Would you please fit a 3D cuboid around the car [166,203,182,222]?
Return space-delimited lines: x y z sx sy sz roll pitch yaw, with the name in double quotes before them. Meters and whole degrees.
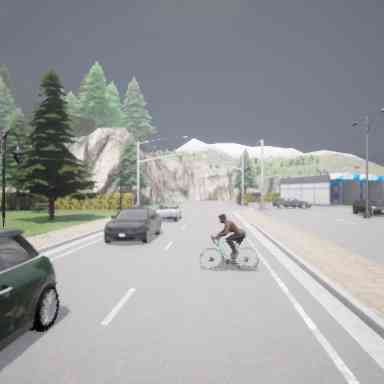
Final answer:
"car" -1.916 1.595 26.524 1.895 1.301 4.718 0 0 4

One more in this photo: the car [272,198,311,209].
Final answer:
"car" 12.908 1.484 43.193 4.902 1.511 2.128 0 0 5

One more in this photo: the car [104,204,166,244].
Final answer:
"car" -2.685 1.474 15.950 1.882 1.535 5.008 0 0 4

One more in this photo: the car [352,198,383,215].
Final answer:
"car" 16.034 1.335 29.844 2.007 1.523 4.514 0 0 4

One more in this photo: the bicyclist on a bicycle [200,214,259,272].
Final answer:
"bicyclist on a bicycle" 1.030 1.440 9.332 1.656 1.620 0.582 -1 0 4

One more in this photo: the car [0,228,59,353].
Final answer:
"car" -3.456 1.351 3.872 2.097 1.767 4.553 0 0 4
